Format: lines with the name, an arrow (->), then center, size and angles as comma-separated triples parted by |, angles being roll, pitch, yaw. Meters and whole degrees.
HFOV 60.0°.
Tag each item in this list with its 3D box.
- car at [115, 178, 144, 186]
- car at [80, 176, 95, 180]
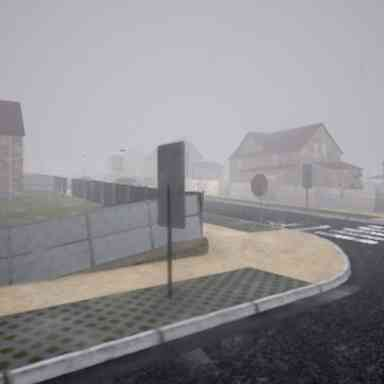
car -> -6.226, -0.590, 32.790 | 2.097, 1.767, 4.553 | 0, 4, -31
car -> -15.601, -1.553, 49.283 | 1.837, 1.490, 4.892 | 0, 4, -28
